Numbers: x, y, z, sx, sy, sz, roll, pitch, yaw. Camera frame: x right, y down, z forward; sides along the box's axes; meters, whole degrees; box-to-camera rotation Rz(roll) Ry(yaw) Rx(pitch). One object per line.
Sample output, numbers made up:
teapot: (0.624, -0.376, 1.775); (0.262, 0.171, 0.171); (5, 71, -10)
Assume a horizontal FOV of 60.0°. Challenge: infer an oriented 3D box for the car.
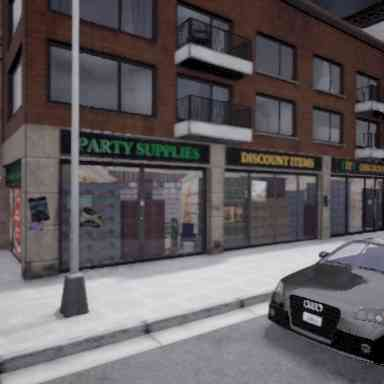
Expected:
car: (3.264, 1.543, 5.680); (4.181, 1.385, 1.994); (0, 0, -35)
